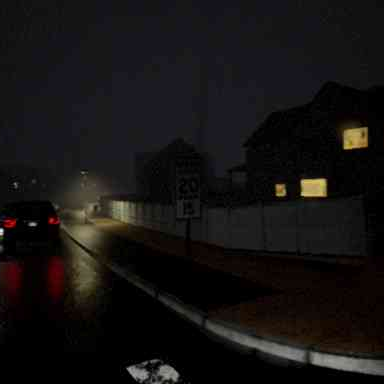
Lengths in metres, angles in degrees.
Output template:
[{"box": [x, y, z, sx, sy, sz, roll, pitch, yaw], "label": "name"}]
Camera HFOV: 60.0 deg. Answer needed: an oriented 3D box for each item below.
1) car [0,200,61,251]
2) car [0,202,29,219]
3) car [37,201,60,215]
[{"box": [-7.499, 1.414, 15.668, 2.150, 2.045, 5.566, -2, 0, -26], "label": "car"}, {"box": [-18.708, 1.873, 35.214, 1.837, 1.490, 4.892, -2, 0, -18], "label": "car"}, {"box": [-17.252, 1.883, 40.167, 1.895, 1.301, 4.718, -1, 1, -17], "label": "car"}]
